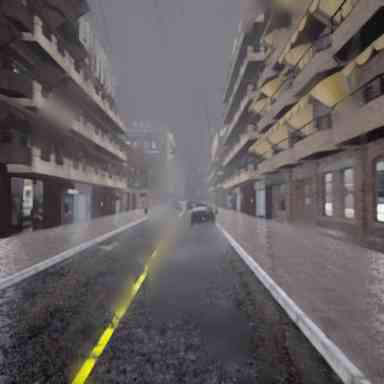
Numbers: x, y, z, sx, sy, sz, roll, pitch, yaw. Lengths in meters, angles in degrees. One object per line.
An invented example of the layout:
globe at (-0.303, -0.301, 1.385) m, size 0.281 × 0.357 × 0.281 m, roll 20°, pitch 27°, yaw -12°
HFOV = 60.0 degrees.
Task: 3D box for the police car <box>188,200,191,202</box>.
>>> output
police car at (0.835, 2.065, 42.796) m, size 1.930 × 1.638 × 5.238 m, roll 0°, pitch -1°, yaw 0°

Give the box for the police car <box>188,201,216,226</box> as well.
police car at (0.832, 1.794, 26.796) m, size 1.930 × 1.638 × 5.238 m, roll 0°, pitch -1°, yaw 0°

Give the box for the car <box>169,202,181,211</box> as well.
car at (-2.791, 2.438, 56.842) m, size 2.033 × 1.411 × 5.357 m, roll 0°, pitch -1°, yaw 1°

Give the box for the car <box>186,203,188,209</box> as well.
car at (0.015, 2.342, 62.409) m, size 2.097 × 1.767 × 4.553 m, roll 0°, pitch -1°, yaw 0°
